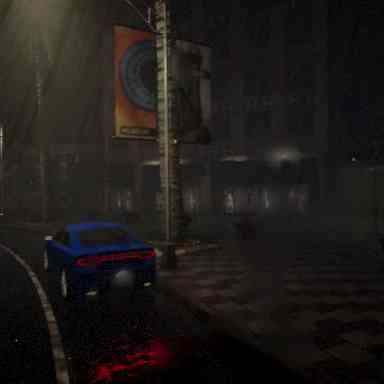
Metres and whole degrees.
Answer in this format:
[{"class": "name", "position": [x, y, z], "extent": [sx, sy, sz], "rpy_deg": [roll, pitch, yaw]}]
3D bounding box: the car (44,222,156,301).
[{"class": "car", "position": [-2.658, 1.535, 8.768], "extent": [1.882, 1.535, 5.008], "rpy_deg": [-1, 0, -31]}]
